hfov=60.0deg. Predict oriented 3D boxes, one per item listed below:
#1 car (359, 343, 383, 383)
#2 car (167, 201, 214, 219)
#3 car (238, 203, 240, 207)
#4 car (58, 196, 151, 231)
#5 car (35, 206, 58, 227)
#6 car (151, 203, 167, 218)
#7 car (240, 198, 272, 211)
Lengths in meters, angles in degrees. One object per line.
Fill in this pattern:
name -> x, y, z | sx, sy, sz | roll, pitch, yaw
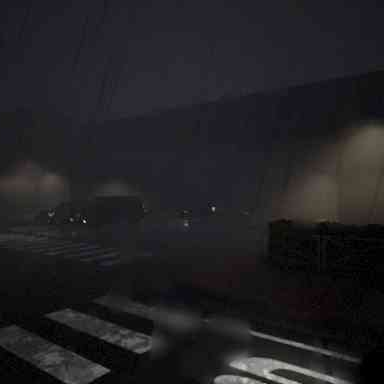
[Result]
car -> 3.376, 1.517, 1.591 | 4.674, 1.442, 1.812 | 0, 0, 35
car -> 0.195, 1.580, 30.092 | 1.837, 1.490, 4.892 | 0, 0, 35
car -> 8.522, 1.638, 47.773 | 2.033, 1.411, 5.357 | 0, 0, 36
car -> -5.554, 1.297, 22.012 | 2.150, 2.045, 5.566 | 0, 0, 35
car -> -8.704, 1.444, 23.717 | 2.097, 1.767, 4.553 | 0, 0, 37
car -> -3.395, 1.692, 31.083 | 1.895, 1.301, 4.718 | 0, 0, 35
car -> 8.388, 1.563, 41.587 | 2.128, 1.511, 4.902 | 0, 0, 36
